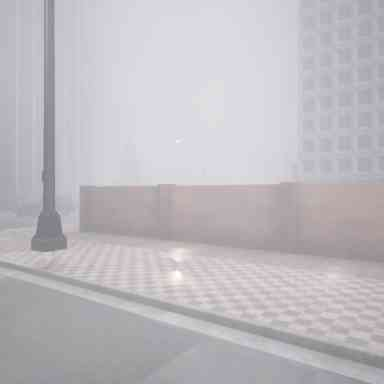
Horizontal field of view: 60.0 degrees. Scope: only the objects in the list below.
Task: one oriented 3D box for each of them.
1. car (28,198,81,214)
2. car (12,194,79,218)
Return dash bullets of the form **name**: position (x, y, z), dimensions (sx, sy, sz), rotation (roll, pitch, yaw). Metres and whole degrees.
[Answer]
- **car**: position (-14.661, 1.478, 35.815), dimensions (1.882, 1.535, 5.008), rotation (0, 0, 35)
- **car**: position (-13.702, 1.221, 31.095), dimensions (2.150, 2.045, 5.566), rotation (0, 0, 35)
